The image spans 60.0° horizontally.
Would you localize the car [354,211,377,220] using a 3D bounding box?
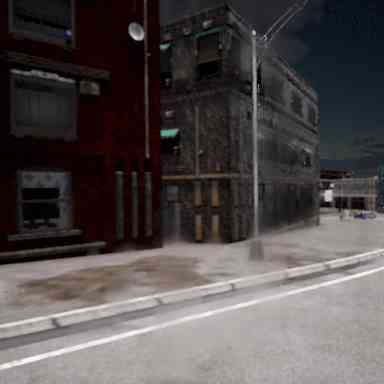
[{"bbox_3d":[28.179,3.781,54.354,1.812,1.442,4.674,-1,-4,0],"label":"car"}]
